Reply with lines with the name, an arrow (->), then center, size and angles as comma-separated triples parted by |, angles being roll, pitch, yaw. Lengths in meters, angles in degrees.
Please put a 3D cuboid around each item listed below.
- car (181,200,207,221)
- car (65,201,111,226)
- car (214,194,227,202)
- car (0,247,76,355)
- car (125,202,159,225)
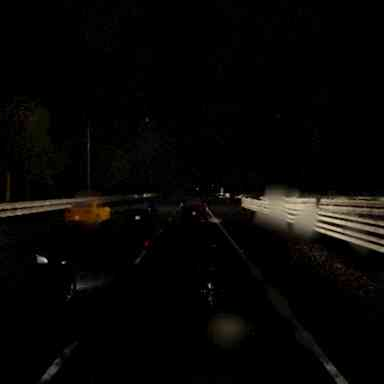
car -> 0.142, 1.337, 25.959 | 1.882, 1.535, 5.008 | 0, 0, 0
car -> -6.866, 1.360, 22.374 | 1.882, 1.535, 5.008 | 0, 0, 0
car -> 5.733, 1.141, 67.146 | 2.128, 1.511, 4.902 | 0, 0, -7
car -> -3.394, 1.540, 5.236 | 1.994, 1.385, 4.181 | 0, 0, 0
car -> -3.364, 1.405, 22.862 | 1.812, 1.442, 4.674 | 0, 0, 0
